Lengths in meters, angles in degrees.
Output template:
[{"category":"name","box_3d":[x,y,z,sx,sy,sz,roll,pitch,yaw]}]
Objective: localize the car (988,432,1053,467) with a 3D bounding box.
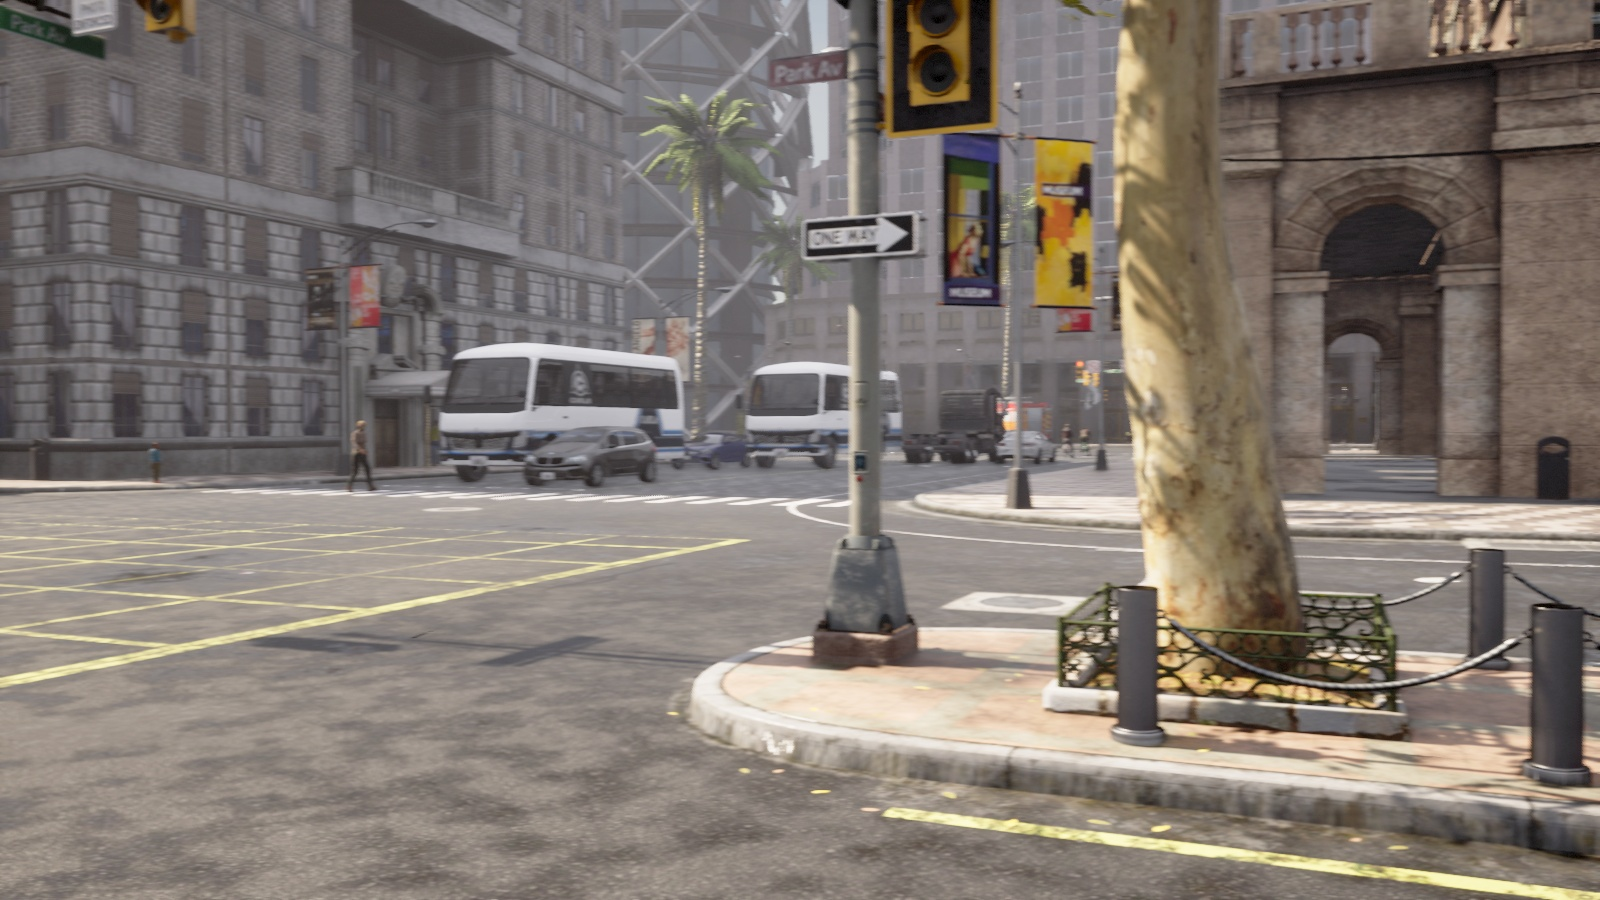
[{"category":"car","box_3d":[9.792,-0.057,55.564,1.812,1.442,4.674,1,1,23]}]

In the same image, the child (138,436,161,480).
[{"category":"child","box_3d":[-17.694,0.223,34.165,0.448,1.192,0.343,0,1,13]}]

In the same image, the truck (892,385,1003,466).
[{"category":"truck","box_3d":[6.911,-1.112,57.698,2.891,3.462,7.936,1,1,23]}]

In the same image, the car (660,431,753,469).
[{"category":"car","box_3d":[-3.727,-0.021,50.713,1.812,1.442,4.674,1,1,23]}]

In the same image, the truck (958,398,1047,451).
[{"category":"truck","box_3d":[15.095,-1.890,94.473,2.891,3.827,8.468,0,1,-20]}]

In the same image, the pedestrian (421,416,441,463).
[{"category":"pedestrian","box_3d":[-14.538,-0.406,49.485,0.354,1.836,0.706,1,1,28]}]

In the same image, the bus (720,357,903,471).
[{"category":"bus","box_3d":[0.761,-1.435,52.273,3.944,4.253,10.273,1,1,23]}]

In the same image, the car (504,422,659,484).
[{"category":"car","box_3d":[-6.146,0.039,35.958,2.242,1.667,4.611,1,1,22]}]

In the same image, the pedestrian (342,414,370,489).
[{"category":"pedestrian","box_3d":[-10.992,0.039,31.103,0.634,1.846,0.331,1,1,31]}]

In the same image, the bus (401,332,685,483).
[{"category":"bus","box_3d":[-7.898,-1.270,40.821,3.944,4.253,10.273,1,1,23]}]
